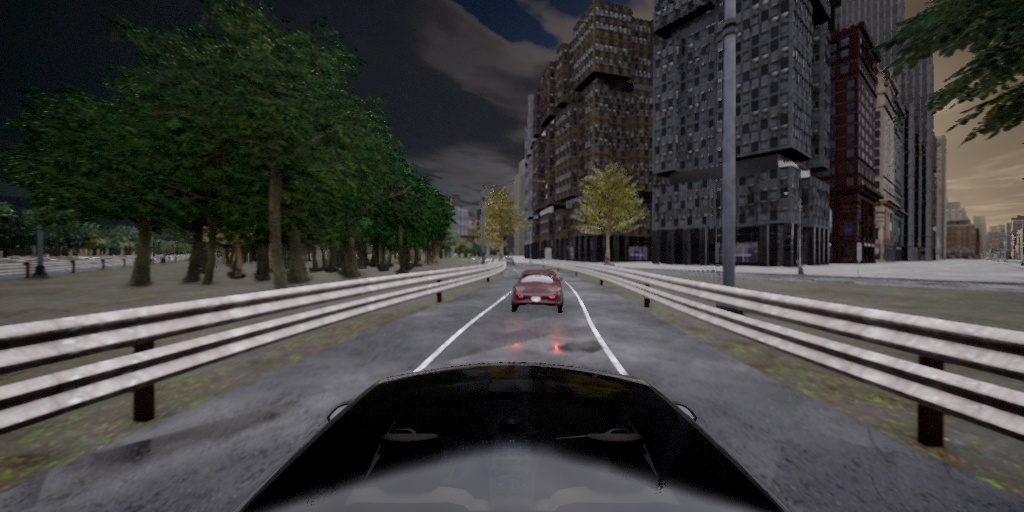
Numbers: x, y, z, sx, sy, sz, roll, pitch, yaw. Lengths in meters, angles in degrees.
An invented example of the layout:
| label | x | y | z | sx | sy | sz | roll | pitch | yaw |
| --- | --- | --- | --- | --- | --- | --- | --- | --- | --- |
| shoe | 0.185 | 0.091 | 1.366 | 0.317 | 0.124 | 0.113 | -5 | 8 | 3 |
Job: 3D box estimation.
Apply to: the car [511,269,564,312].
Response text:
| label | x | y | z | sx | sy | sz | roll | pitch | yaw |
| --- | --- | --- | --- | --- | --- | --- | --- | --- | --- |
| car | 1.045 | 1.247 | 14.095 | 1.812 | 1.442 | 4.674 | 0 | 0 | 6 |
